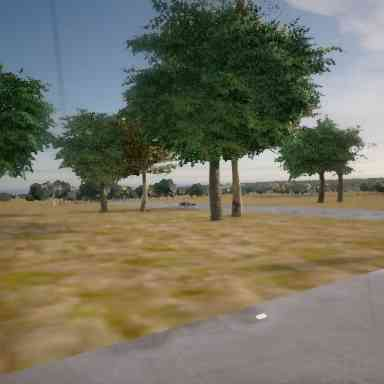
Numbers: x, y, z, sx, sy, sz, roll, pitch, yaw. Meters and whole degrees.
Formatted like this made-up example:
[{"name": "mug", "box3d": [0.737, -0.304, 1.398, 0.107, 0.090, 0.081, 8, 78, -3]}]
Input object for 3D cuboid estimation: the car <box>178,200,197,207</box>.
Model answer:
[{"name": "car", "box3d": [-0.940, 2.330, 65.931, 1.895, 1.301, 4.718, -3, 0, -28]}]
